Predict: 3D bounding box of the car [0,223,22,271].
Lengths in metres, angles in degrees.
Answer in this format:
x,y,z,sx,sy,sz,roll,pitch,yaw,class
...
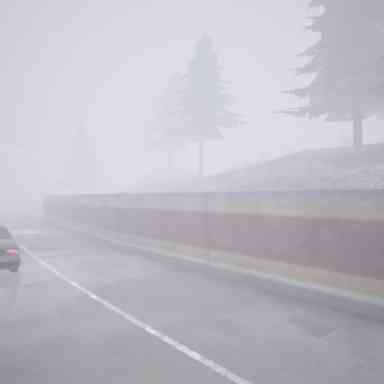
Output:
x,y,z,sx,sy,sz,roll,pitch,yaw,class
-6.787,1.698,10.739,2.033,1.411,5.357,0,-1,-35,car
